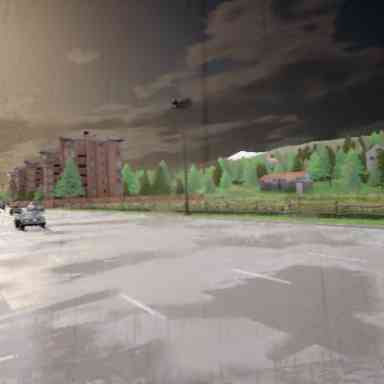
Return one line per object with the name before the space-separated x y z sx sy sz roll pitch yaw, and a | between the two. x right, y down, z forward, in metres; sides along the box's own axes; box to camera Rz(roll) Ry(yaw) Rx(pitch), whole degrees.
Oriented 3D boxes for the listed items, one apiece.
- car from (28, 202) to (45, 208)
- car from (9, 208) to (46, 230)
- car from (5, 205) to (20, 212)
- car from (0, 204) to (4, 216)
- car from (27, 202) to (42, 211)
car | -28.651 3.101 61.539 2.097 1.767 4.553 -2 -1 -35
car | -13.840 2.381 28.375 2.033 1.411 5.357 -2 -1 -35
car | -31.407 3.395 59.387 2.033 1.411 5.357 -2 -1 -35
car | -34.507 3.326 57.699 2.097 1.767 4.553 -2 -1 -35
car | -38.839 3.581 81.970 2.150 2.045 5.566 -2 -1 -35
